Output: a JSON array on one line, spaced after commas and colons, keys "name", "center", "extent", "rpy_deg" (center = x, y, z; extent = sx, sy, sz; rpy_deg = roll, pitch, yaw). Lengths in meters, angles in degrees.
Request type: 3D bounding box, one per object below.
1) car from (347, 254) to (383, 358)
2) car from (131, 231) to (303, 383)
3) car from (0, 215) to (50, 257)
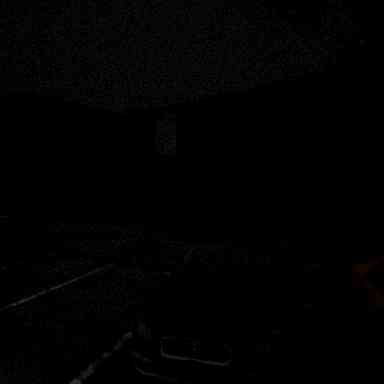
[{"name": "car", "center": [3.057, 1.481, 3.690], "extent": [1.946, 1.575, 5.366], "rpy_deg": [1, -1, 16]}, {"name": "car", "center": [0.668, 1.486, 5.618], "extent": [2.231, 1.521, 4.892], "rpy_deg": [1, -1, 16]}, {"name": "car", "center": [-6.655, 1.520, 10.850], "extent": [2.002, 1.452, 4.674], "rpy_deg": [1, -1, 16]}]
